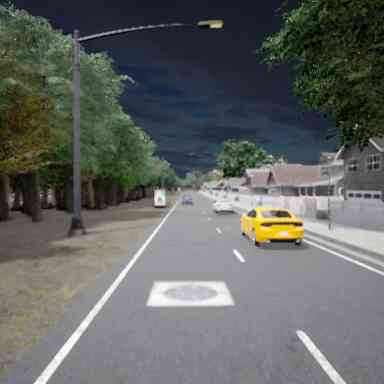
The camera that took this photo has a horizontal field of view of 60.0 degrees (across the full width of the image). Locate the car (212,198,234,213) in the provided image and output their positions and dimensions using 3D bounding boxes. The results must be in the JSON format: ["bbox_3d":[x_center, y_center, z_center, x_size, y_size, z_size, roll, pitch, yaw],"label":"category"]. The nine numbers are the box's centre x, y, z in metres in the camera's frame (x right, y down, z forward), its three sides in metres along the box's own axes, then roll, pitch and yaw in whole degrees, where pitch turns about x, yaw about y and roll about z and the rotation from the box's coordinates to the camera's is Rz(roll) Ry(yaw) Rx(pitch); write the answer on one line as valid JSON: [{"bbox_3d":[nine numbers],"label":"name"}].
[{"bbox_3d":[3.120,1.377,33.890,1.812,1.442,4.674,0,0,-1],"label":"car"}]

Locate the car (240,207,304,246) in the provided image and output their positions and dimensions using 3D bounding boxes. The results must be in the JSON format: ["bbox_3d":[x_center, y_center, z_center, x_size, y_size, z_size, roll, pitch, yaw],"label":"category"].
[{"bbox_3d":[3.404,1.406,14.932,1.882,1.535,5.008,0,0,-1],"label":"car"}]

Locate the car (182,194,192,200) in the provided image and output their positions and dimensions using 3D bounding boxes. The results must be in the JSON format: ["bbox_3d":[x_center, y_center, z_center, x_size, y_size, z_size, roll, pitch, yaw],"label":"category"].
[{"bbox_3d":[-1.069,1.077,72.643,1.994,1.385,4.181,0,1,-1],"label":"car"}]

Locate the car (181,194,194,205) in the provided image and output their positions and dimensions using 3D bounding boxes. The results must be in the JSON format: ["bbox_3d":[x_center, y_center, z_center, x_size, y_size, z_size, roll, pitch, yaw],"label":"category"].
[{"bbox_3d":[-0.737,1.321,53.981,2.033,1.411,5.357,0,0,-1],"label":"car"}]

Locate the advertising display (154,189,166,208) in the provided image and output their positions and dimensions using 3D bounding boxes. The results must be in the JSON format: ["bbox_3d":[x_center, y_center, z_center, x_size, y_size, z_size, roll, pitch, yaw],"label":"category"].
[{"bbox_3d":[-4.132,0.851,43.137,1.540,2.440,0.280,-1,1,-1],"label":"advertising display"}]
